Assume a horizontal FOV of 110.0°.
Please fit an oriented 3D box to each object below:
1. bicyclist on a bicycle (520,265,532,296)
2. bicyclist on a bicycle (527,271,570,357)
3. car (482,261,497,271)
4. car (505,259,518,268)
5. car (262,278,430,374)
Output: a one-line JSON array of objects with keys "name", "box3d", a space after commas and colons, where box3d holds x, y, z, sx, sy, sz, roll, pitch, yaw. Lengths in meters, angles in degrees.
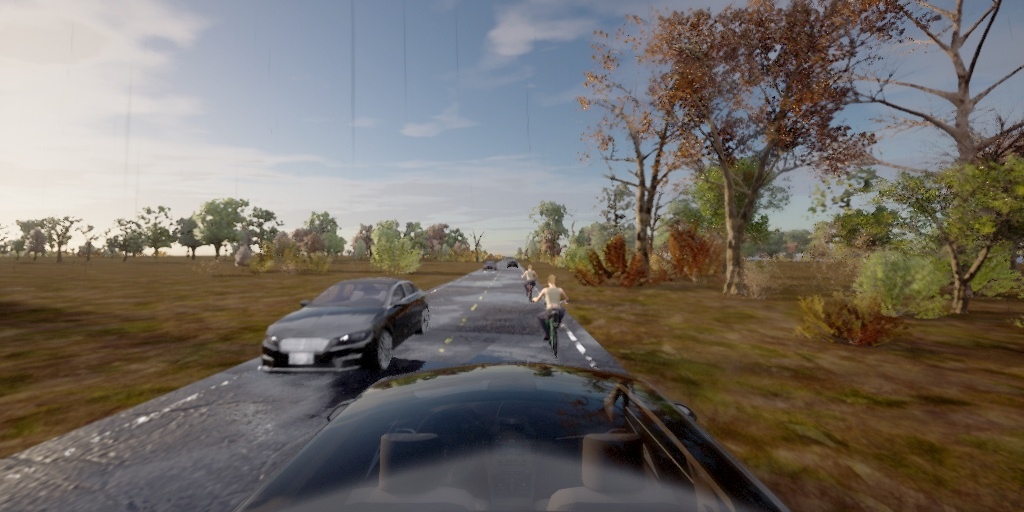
[{"name": "bicyclist on a bicycle", "box3d": [0.823, 1.215, 16.468, 0.866, 1.612, 1.509, 0, 0, 0]}, {"name": "bicyclist on a bicycle", "box3d": [0.844, 1.199, 7.601, 0.866, 1.612, 1.509, -1, -1, 0]}, {"name": "car", "box3d": [-3.096, 1.401, 50.915, 1.994, 1.385, 4.181, 0, 0, 0]}, {"name": "car", "box3d": [0.096, 1.367, 62.869, 1.837, 1.490, 4.892, 0, -1, 0]}, {"name": "car", "box3d": [-3.100, 1.249, 7.728, 2.128, 1.511, 4.902, 0, 0, 0]}]
